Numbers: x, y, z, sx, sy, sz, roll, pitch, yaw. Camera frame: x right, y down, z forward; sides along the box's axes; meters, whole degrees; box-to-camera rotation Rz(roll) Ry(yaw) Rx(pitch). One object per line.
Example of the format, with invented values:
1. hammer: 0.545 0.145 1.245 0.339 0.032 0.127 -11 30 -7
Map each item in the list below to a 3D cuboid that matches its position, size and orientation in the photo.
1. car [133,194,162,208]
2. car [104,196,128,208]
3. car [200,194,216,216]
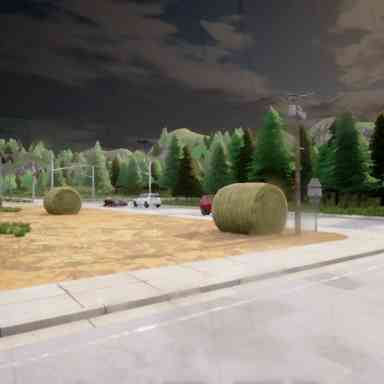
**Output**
1. car: -6.637 1.255 48.908 2.150 2.045 5.566 0 0 -38
2. car: -11.238 1.385 48.970 2.097 1.767 4.553 0 0 -38
3. car: 3.028 1.254 30.805 2.150 2.045 5.566 0 0 -38
